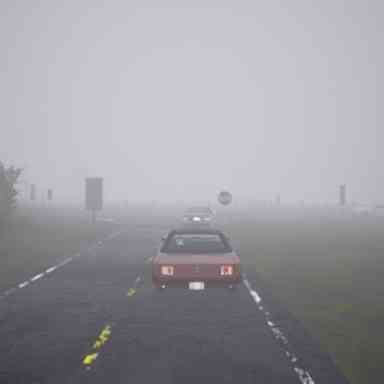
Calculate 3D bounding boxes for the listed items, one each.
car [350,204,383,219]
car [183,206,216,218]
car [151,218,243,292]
[{"bbox_3d":[17.957,1.861,32.569,4.674,1.442,1.812,1,-1,0],"label":"car"},{"bbox_3d":[0.478,1.594,21.454,2.033,1.411,5.357,0,0,6],"label":"car"},{"bbox_3d":[0.102,1.621,8.973,1.895,1.301,4.718,0,0,0],"label":"car"}]
